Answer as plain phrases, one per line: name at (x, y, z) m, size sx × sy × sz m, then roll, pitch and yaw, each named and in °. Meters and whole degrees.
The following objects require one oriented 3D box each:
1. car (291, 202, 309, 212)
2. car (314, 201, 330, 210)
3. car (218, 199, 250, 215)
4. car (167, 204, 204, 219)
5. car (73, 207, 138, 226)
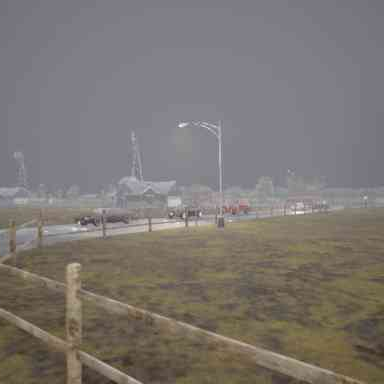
car at (17.449, 2.395, 53.658) m, size 1.812 × 1.442 × 4.674 m, roll -2°, pitch -2°, yaw 36°
car at (25.107, 2.472, 64.333) m, size 2.097 × 1.767 × 4.553 m, roll -2°, pitch -2°, yaw 34°
car at (5.555, 1.913, 43.390) m, size 2.150 × 2.045 × 5.566 m, roll -2°, pitch -2°, yaw 36°
car at (-0.638, 2.014, 34.729) m, size 1.837 × 1.490 × 4.892 m, roll -2°, pitch -2°, yaw 36°
car at (-6.659, 1.884, 26.314) m, size 2.033 × 1.411 × 5.357 m, roll -2°, pitch -2°, yaw 36°
